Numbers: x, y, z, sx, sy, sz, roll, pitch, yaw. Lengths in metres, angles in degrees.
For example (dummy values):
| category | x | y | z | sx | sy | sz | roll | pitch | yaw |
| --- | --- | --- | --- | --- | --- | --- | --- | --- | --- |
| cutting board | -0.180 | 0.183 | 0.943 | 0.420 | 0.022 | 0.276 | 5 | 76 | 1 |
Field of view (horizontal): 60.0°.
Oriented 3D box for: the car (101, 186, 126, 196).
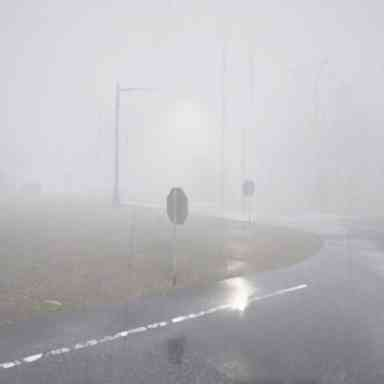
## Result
| category | x | y | z | sx | sy | sz | roll | pitch | yaw |
| --- | --- | --- | --- | --- | --- | --- | --- | --- | --- |
| car | -11.920 | -0.260 | 51.667 | 1.882 | 1.535 | 5.008 | 0 | 2 | -36 |

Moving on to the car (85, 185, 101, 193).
| category | x | y | z | sx | sy | sz | roll | pitch | yaw |
| --- | --- | --- | --- | --- | --- | --- | --- | --- | --- |
| car | -17.755 | -0.582 | 59.792 | 1.882 | 1.535 | 5.008 | 0 | 2 | -36 |
